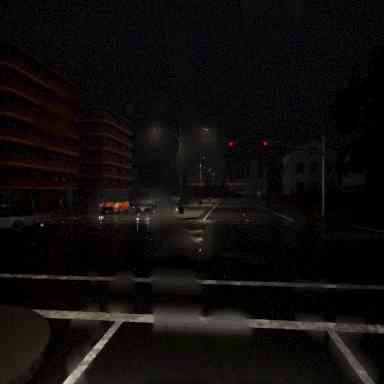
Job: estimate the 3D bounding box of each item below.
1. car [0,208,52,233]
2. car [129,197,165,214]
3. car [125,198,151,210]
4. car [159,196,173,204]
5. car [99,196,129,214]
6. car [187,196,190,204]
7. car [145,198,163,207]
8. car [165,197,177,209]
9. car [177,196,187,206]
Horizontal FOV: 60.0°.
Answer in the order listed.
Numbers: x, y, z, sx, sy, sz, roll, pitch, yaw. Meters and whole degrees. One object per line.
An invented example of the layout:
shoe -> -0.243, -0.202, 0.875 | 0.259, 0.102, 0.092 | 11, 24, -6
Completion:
car -> -10.808, 1.601, 19.354 | 4.718, 1.301, 1.895 | 0, 0, 6
car -> -4.570, 1.491, 34.895 | 2.128, 1.511, 4.902 | 0, 0, 6
car -> -7.094, 1.545, 44.386 | 2.033, 1.411, 5.357 | 0, 0, 6
car -> -5.025, 1.564, 63.890 | 1.994, 1.385, 4.181 | 0, 0, 6
car -> -8.084, 1.352, 34.968 | 2.097, 1.767, 4.553 | 0, 0, 6
car -> -1.594, 1.505, 63.051 | 1.837, 1.490, 4.892 | 0, 0, 7
car -> -6.092, 1.601, 53.916 | 1.895, 1.301, 4.718 | 0, 0, 6
car -> -3.608, 1.601, 44.104 | 1.895, 1.301, 4.718 | 0, 0, 6
car -> -2.652, 1.491, 53.149 | 2.128, 1.511, 4.902 | 0, 0, 6
